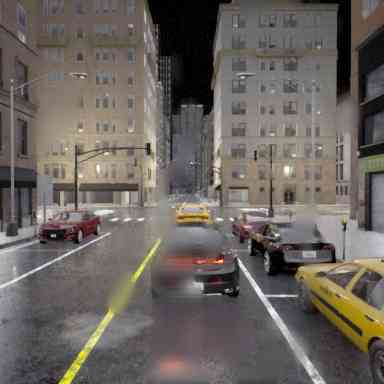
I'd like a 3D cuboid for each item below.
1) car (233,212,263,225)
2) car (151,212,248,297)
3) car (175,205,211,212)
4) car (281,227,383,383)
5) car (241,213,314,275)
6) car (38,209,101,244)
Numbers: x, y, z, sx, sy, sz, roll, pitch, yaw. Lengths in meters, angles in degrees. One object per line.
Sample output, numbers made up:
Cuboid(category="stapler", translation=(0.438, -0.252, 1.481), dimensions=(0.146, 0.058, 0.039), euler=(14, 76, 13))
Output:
Cuboid(category="car", translation=(2.886, 1.577, 15.816), dimensions=(1.802, 1.307, 4.206), euler=(-1, 0, 0))
Cuboid(category="car", translation=(0.076, 1.502, 8.578), dimensions=(1.837, 1.490, 4.892), euler=(0, 0, 0))
Cuboid(category="car", translation=(0.057, 1.471, 19.005), dimensions=(1.882, 1.535, 5.008), euler=(0, 0, 1))
Cuboid(category="car", translation=(2.871, 1.524, 4.813), dimensions=(1.752, 1.417, 4.829), euler=(-1, 0, 0))
Cuboid(category="car", translation=(2.879, 1.563, 10.230), dimensions=(1.947, 1.339, 4.313), euler=(-1, 0, 0))
Cuboid(category="car", translation=(-5.659, 1.539, 15.824), dimensions=(1.887, 1.381, 4.507), euler=(-1, 0, 0))
